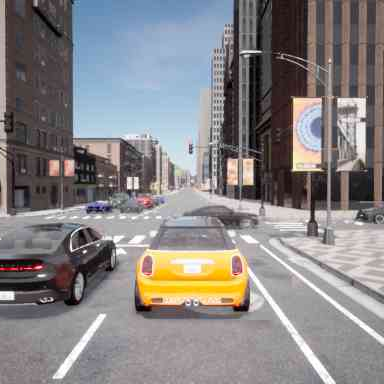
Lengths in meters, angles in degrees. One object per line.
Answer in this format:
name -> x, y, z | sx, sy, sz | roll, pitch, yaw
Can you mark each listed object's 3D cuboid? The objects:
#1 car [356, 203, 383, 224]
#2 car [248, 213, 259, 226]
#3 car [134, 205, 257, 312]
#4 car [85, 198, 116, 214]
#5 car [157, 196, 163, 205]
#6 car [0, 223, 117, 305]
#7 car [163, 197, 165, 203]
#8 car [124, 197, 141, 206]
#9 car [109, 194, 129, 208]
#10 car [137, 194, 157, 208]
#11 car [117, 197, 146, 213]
car -> 13.985, 1.470, 23.556 | 4.181, 1.385, 1.994 | 0, 1, 0
car -> 1.751, 1.527, 20.521 | 4.674, 1.442, 1.812 | 0, 0, 2
car -> 0.010, 1.351, 7.887 | 2.097, 1.767, 4.553 | 0, 0, 0
car -> -9.852, 1.616, 35.559 | 1.895, 1.301, 4.718 | 0, 0, 0
car -> -6.587, 1.591, 55.969 | 1.994, 1.385, 4.181 | 0, 0, 0
car -> -3.154, 1.504, 8.031 | 1.837, 1.490, 4.892 | 0, 0, 0
car -> -6.535, 1.507, 66.042 | 1.882, 1.535, 5.008 | 0, 0, 1
car -> -9.821, 1.591, 55.277 | 1.994, 1.385, 4.181 | 0, 0, 2
car -> -9.846, 1.244, 45.319 | 2.150, 2.045, 5.566 | 0, 0, 1
car -> -6.602, 1.244, 45.996 | 2.150, 2.045, 5.566 | 0, 0, 1
car -> -6.603, 1.580, 36.719 | 1.994, 1.385, 4.181 | 0, 0, 0
